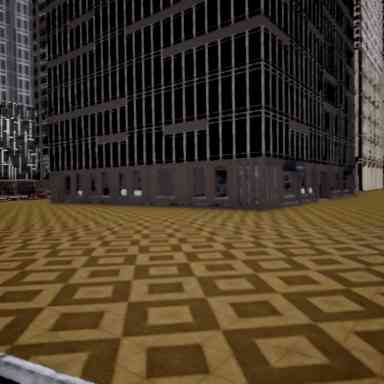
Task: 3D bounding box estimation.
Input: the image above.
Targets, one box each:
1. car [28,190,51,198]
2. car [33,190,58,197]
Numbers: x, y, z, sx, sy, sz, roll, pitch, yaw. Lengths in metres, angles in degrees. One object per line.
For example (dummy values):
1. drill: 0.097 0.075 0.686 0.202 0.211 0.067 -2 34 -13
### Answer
1. car: -28.150 0.548 61.477 1.802 1.307 4.206 1 2 38
2. car: -31.289 0.320 71.116 1.947 1.339 4.313 1 2 38
